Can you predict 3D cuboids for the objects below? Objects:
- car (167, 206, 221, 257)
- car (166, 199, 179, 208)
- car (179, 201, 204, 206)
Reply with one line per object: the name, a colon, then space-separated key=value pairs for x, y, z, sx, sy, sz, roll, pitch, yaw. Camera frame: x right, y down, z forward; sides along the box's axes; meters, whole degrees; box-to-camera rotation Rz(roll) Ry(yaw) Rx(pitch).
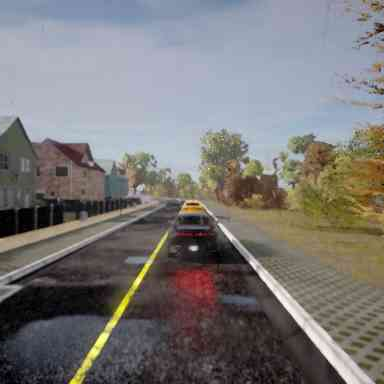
car: x=0.070 y=1.544 z=13.074 sx=1.837 sy=1.490 sz=4.892 roll=0 pitch=0 yaw=0
car: x=-2.830 y=1.720 z=49.757 sx=1.895 sy=1.301 sz=4.718 roll=0 pitch=0 yaw=0
car: x=0.079 y=1.553 z=29.495 sx=1.882 sy=1.535 sz=5.008 roll=0 pitch=0 yaw=0
